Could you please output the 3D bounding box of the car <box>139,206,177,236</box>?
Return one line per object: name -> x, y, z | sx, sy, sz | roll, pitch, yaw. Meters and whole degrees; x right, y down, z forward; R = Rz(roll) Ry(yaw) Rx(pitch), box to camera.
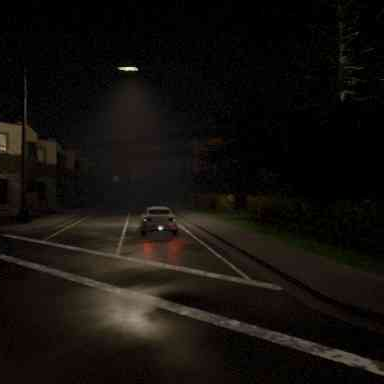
car -> -1.918, 1.500, 18.381 | 1.812, 1.442, 4.674 | 0, 0, -10
